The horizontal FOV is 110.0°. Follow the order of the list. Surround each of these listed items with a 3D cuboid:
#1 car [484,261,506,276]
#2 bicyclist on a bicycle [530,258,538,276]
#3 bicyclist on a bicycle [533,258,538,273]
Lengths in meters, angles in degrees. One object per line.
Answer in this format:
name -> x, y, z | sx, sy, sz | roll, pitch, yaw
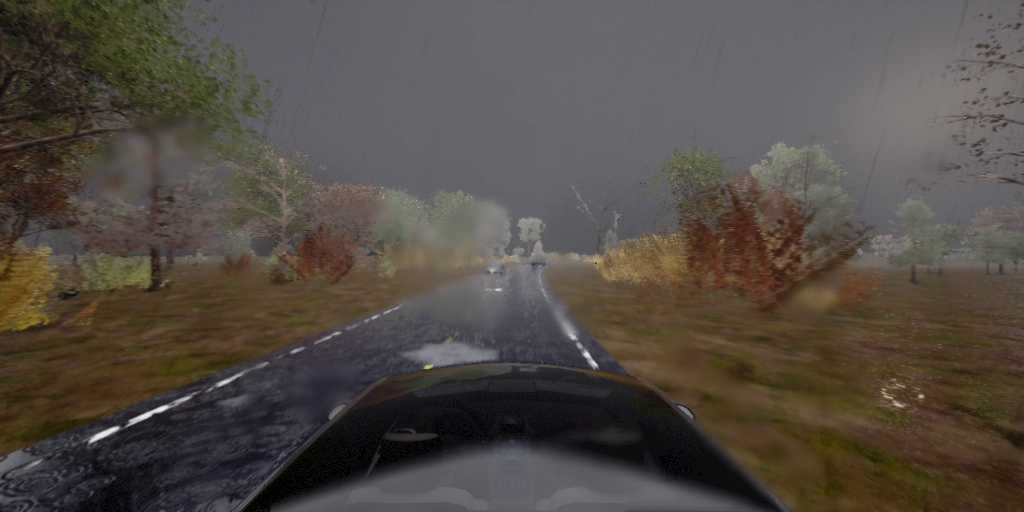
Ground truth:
car -> -1.680, 1.262, 36.870 | 2.128, 1.511, 4.902 | 0, 0, 5
bicyclist on a bicycle -> 2.182, 1.163, 36.418 | 0.659, 1.776, 1.843 | 0, 0, 5
bicyclist on a bicycle -> 2.987, 1.177, 45.333 | 0.659, 1.776, 1.843 | 0, 0, 6
